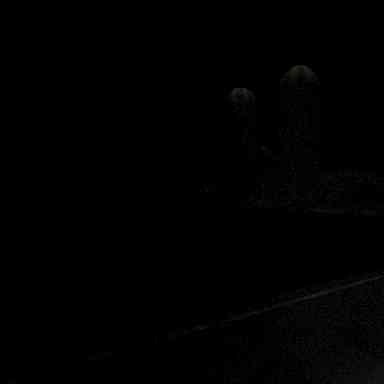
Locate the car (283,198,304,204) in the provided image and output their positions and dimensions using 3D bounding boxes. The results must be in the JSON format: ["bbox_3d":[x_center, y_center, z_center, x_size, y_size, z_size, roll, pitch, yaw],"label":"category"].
[{"bbox_3d":[16.139,1.753,52.932,3.988,1.617,1.851,1,0,-35],"label":"car"}]
